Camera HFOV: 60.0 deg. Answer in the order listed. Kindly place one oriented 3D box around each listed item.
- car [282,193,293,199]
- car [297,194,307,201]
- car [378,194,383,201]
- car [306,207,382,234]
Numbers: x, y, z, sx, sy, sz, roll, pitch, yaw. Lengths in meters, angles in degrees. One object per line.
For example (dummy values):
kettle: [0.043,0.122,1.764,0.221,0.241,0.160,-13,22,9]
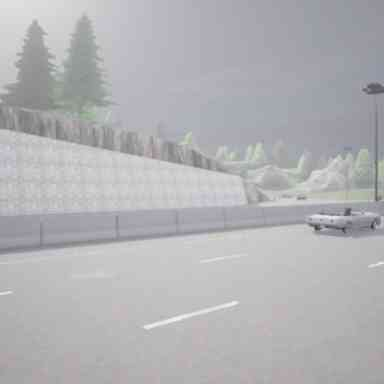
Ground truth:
car: [24.899,0.978,86.816,1.882,1.535,5.008,0,0,0]
car: [23.196,1.068,70.108,1.882,1.535,5.008,0,0,17]
car: [38.137,1.120,65.489,4.718,1.301,1.895,0,0,-36]
car: [8.516,1.480,18.425,4.718,1.301,1.895,0,0,-36]
